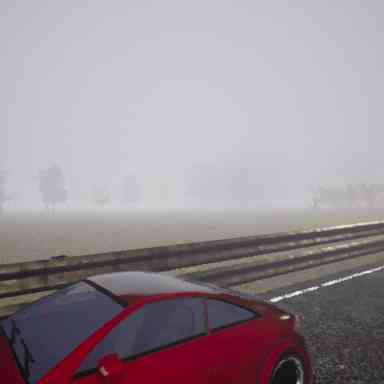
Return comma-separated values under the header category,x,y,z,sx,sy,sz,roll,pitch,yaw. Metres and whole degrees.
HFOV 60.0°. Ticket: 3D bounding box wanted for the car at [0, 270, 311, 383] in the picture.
category,x,y,z,sx,sy,sz,roll,pitch,yaw
car,-0.744,1.564,3.176,4.181,1.385,1.994,0,0,-37
